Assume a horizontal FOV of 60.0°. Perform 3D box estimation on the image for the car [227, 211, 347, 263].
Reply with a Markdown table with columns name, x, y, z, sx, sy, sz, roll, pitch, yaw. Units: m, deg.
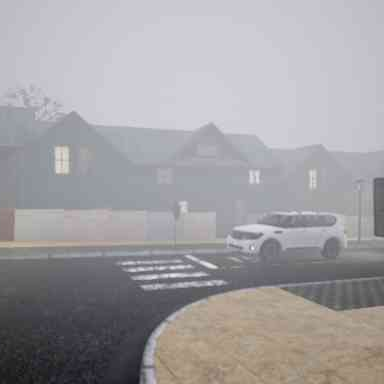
| name | x | y | z | sx | sy | sz | roll | pitch | yaw |
| --- | --- | --- | --- | --- | --- | --- | --- | --- | --- |
| car | 4.303 | 1.871 | 14.809 | 5.566 | 2.045 | 2.150 | 3 | -2 | -24 |
